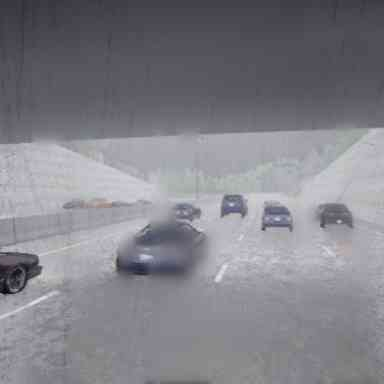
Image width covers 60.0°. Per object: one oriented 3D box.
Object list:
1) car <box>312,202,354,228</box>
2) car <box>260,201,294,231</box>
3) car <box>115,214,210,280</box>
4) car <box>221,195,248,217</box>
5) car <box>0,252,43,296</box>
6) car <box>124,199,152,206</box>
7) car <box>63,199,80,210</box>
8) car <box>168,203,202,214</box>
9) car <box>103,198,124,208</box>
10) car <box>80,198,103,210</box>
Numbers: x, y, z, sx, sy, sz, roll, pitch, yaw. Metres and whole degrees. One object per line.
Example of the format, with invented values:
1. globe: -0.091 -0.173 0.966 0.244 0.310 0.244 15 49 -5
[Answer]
1. car: 9.014 1.447 21.545 1.837 1.490 4.892 -1 0 13
2. car: 5.213 1.537 20.573 2.033 1.411 5.357 -1 0 13
3. car: -0.683 1.601 10.201 1.994 1.385 4.181 -1 0 13
4. car: 4.028 1.256 31.394 2.150 2.045 5.566 -1 0 13
5. car: -5.185 1.632 6.093 2.033 1.411 5.357 -1 0 13
6. car: -7.124 1.714 46.428 2.128 1.511 4.902 -1 0 13
7. car: -17.180 1.868 49.539 1.837 1.490 4.892 -1 0 13
8. car: -0.512 1.629 27.076 2.033 1.411 5.357 -1 0 13
9. car: -10.455 1.833 47.560 1.994 1.385 4.181 -1 0 13
10. car: -13.810 1.667 48.591 2.097 1.767 4.553 -1 0 13
